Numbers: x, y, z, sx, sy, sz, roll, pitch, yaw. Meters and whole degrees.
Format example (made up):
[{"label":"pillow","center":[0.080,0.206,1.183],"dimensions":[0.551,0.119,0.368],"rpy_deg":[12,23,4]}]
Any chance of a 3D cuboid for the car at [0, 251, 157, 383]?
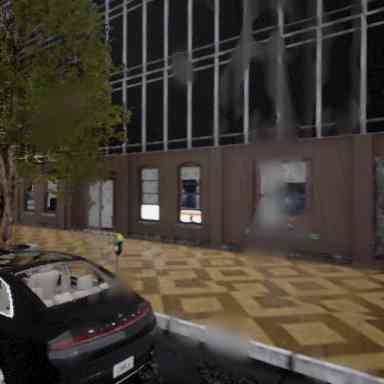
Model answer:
[{"label":"car","center":[-2.468,1.515,4.641],"dimensions":[4.403,1.369,2.008],"rpy_deg":[1,0,36]}]
